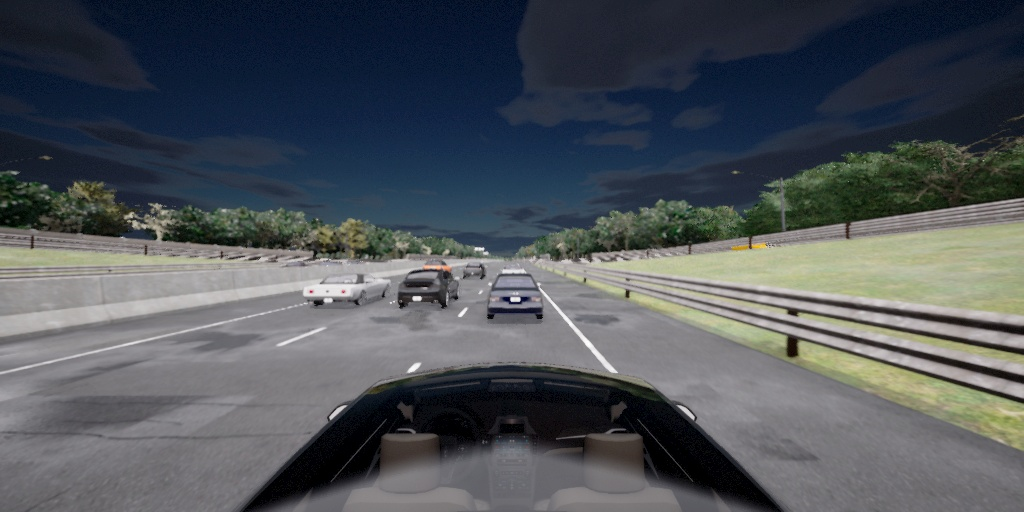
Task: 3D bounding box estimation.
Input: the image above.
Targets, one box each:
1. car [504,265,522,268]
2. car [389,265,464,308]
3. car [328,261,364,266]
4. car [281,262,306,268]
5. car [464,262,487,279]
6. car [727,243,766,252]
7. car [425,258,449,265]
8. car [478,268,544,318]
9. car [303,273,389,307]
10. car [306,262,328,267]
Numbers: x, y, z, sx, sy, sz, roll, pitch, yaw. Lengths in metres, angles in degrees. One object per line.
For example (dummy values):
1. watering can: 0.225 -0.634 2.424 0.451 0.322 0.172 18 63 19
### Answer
1. car: 0.090 1.426 31.794 1.895 1.301 4.718 0 0 0
2. car: -3.403 1.288 15.283 1.837 1.490 4.892 0 0 0
3. car: -17.595 1.337 39.348 2.128 1.511 4.902 0 0 0
4. car: -24.588 1.414 40.982 1.994 1.385 4.181 0 0 0
5. car: -3.404 1.321 33.403 2.128 1.511 4.902 0 0 0
6. car: 31.105 -1.110 47.749 1.882 1.535 5.008 0 -4 -10
7. car: -6.904 1.180 33.165 2.097 1.767 4.553 0 0 0
8. car: 0.098 1.325 13.004 2.033 1.411 5.357 0 0 0
9. car: -6.903 1.384 15.705 1.895 1.301 4.718 0 0 0
10. car: -21.097 1.399 41.552 2.033 1.411 5.357 0 0 0
